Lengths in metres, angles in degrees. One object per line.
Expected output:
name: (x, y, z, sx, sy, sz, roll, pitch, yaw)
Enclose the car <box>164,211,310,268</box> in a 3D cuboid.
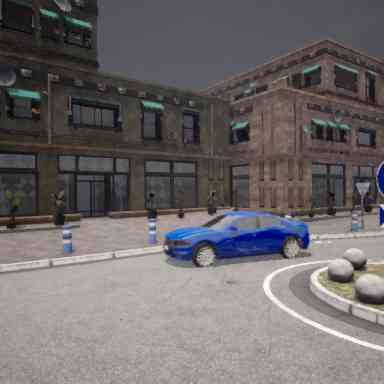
car: (1.540, 1.409, 11.044, 5.008, 1.535, 1.882, 0, 0, -22)
